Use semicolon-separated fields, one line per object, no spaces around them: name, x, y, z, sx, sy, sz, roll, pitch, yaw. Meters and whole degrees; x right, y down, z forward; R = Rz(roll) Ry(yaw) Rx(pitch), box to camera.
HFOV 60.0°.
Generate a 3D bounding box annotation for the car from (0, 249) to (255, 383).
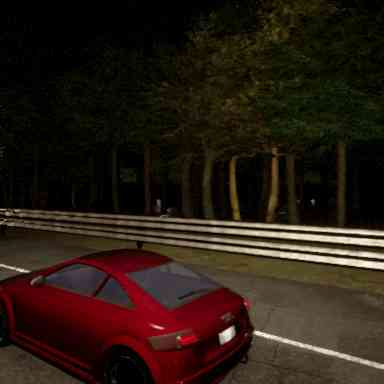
car;-1.231;1.560;4.871;4.181;1.385;1.994;0;0;36
